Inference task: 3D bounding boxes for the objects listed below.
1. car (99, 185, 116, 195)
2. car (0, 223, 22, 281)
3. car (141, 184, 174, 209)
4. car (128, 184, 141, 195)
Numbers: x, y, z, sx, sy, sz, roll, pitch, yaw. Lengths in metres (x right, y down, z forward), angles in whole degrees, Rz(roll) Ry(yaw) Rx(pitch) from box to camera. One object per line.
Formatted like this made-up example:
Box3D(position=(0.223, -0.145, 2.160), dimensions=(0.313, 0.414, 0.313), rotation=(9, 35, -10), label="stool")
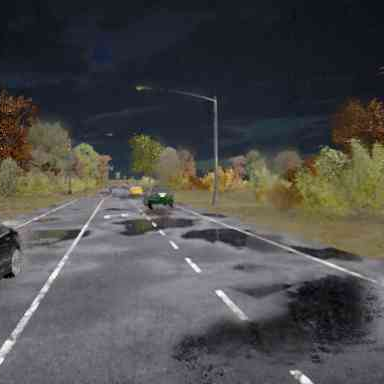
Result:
Box3D(position=(-16.022, -0.162, 62.007), dimensions=(1.994, 1.385, 4.181), rotation=(-1, 2, -6), label="car")
Box3D(position=(-4.781, 1.355, 6.420), dimensions=(2.128, 1.511, 4.902), rotation=(-1, 2, -13), label="car")
Box3D(position=(-3.053, 0.345, 29.822), dimensions=(2.150, 2.045, 5.566), rotation=(-1, 2, -13), label="car")
Box3D(position=(-10.113, -0.261, 60.137), dimensions=(1.882, 1.535, 5.008), rotation=(-1, 2, -13), label="car")
